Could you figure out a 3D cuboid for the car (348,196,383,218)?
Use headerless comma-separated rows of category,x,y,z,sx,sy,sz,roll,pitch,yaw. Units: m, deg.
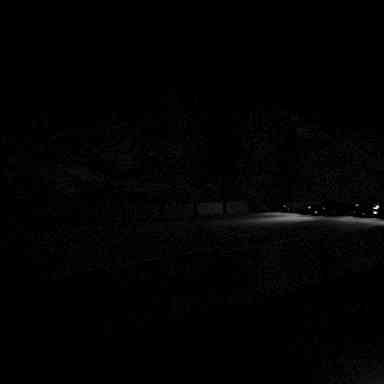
car,15.575,1.146,27.957,4.553,1.767,2.097,-1,1,-35

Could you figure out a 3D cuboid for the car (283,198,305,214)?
car,11.225,1.325,33.454,4.674,1.442,1.812,-1,0,-35

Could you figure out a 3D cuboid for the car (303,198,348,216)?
car,12.553,1.412,30.109,4.718,1.301,1.895,-1,1,-35
